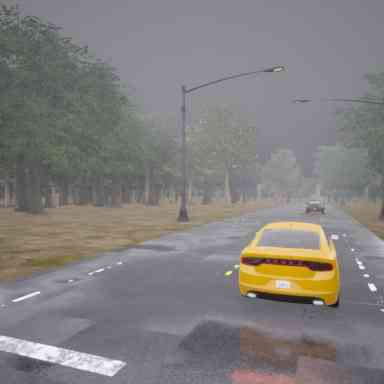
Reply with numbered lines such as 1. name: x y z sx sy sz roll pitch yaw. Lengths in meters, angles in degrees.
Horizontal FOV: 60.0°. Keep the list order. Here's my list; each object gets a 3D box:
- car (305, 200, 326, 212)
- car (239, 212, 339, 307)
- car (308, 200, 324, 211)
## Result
1. car: 13.523 1.622 36.440 1.812 1.442 4.674 0 -1 22
2. car: 2.504 1.472 8.170 1.882 1.535 5.008 0 0 21
3. car: 17.068 1.801 45.709 2.033 1.411 5.357 0 -1 21
